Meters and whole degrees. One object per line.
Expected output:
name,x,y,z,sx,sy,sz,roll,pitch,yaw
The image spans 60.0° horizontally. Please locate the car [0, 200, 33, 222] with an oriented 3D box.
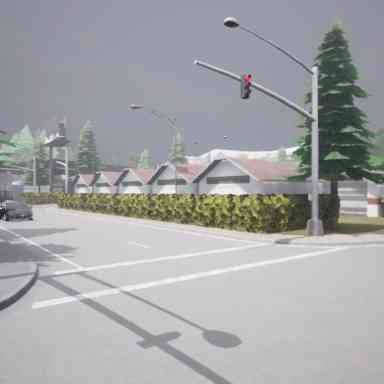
car,-14.138,1.473,26.669,1.837,1.490,4.892,0,2,-38
